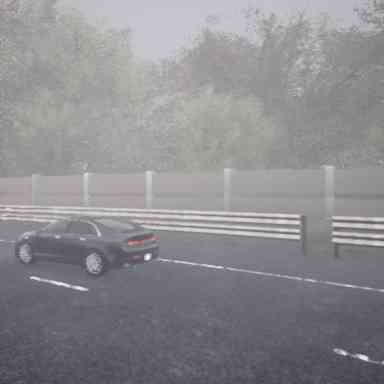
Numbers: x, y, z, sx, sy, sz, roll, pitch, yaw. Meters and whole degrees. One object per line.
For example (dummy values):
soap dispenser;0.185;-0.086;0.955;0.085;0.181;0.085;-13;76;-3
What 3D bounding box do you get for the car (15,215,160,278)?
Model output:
car;-3.267;1.457;10.006;4.892;1.490;1.837;0;0;30
